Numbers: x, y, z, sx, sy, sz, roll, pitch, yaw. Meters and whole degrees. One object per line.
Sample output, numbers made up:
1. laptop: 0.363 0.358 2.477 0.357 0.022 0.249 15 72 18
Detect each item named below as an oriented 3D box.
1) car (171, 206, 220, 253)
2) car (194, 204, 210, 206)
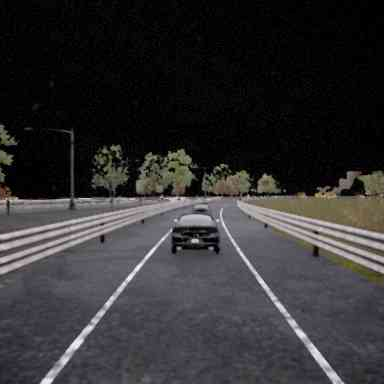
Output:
1. car: 0.196 1.612 14.411 1.882 1.535 5.008 0 0 2
2. car: 0.873 1.779 29.151 1.837 1.490 4.892 0 0 4
